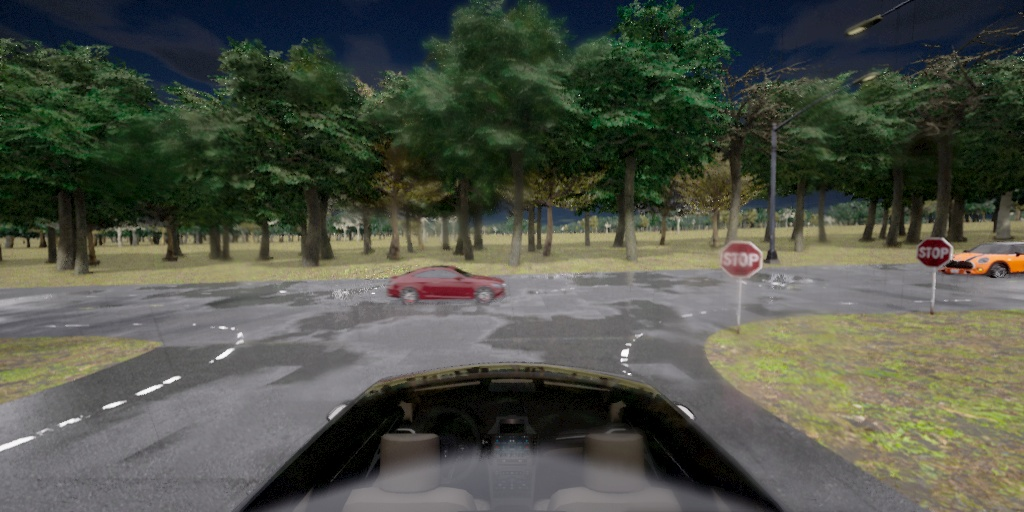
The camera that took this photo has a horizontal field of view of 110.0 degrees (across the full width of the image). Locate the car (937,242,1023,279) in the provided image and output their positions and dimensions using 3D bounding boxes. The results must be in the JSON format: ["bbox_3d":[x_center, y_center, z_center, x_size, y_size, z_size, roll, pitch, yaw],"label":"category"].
[{"bbox_3d":[24.569,0.111,18.045,4.553,1.767,2.097,-2,4,0],"label":"car"}]

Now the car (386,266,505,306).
[{"bbox_3d":[-2.611,1.112,14.419,4.674,1.442,1.812,-1,3,-1],"label":"car"}]
